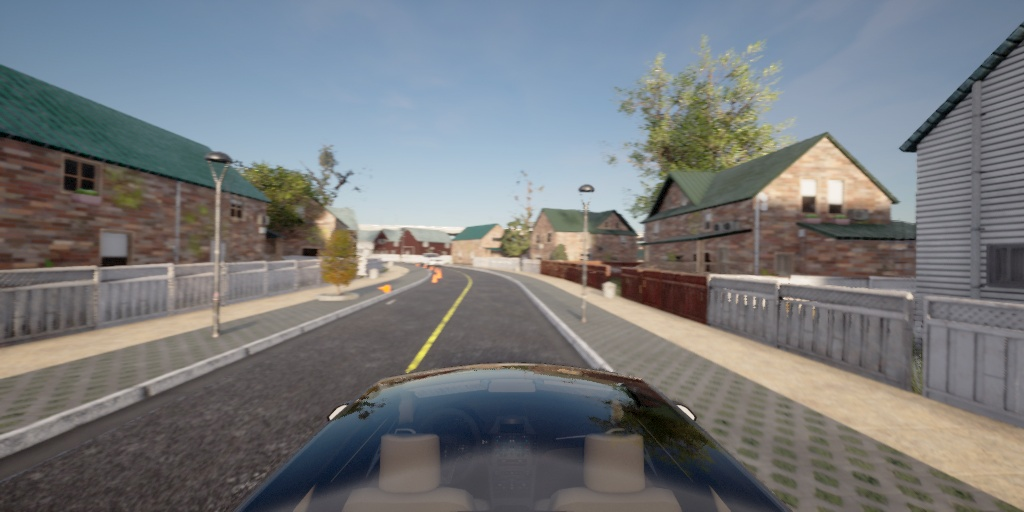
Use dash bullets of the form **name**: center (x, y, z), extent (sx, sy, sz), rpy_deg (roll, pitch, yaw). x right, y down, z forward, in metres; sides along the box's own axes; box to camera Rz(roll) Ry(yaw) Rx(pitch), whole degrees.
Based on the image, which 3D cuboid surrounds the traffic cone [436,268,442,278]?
- **traffic cone**: center (-6.053, 1.525, 29.907), extent (0.340, 0.580, 0.340), rpy_deg (0, 0, -10)

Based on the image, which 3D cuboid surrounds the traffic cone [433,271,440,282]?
- **traffic cone**: center (-5.405, 1.551, 25.111), extent (0.340, 0.580, 0.340), rpy_deg (0, 0, -6)

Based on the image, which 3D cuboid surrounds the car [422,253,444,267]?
- **car**: center (-11.905, 0.604, 53.581), extent (2.150, 2.045, 5.566), rpy_deg (2, 0, -28)

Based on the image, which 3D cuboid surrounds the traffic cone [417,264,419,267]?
- **traffic cone**: center (-13.827, 1.290, 52.710), extent (0.340, 0.580, 0.340), rpy_deg (0, 0, -28)

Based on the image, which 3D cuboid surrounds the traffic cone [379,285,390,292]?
- **traffic cone**: center (-5.805, 1.236, 16.711), extent (0.340, 0.580, 0.340), rpy_deg (0, 0, 25)
